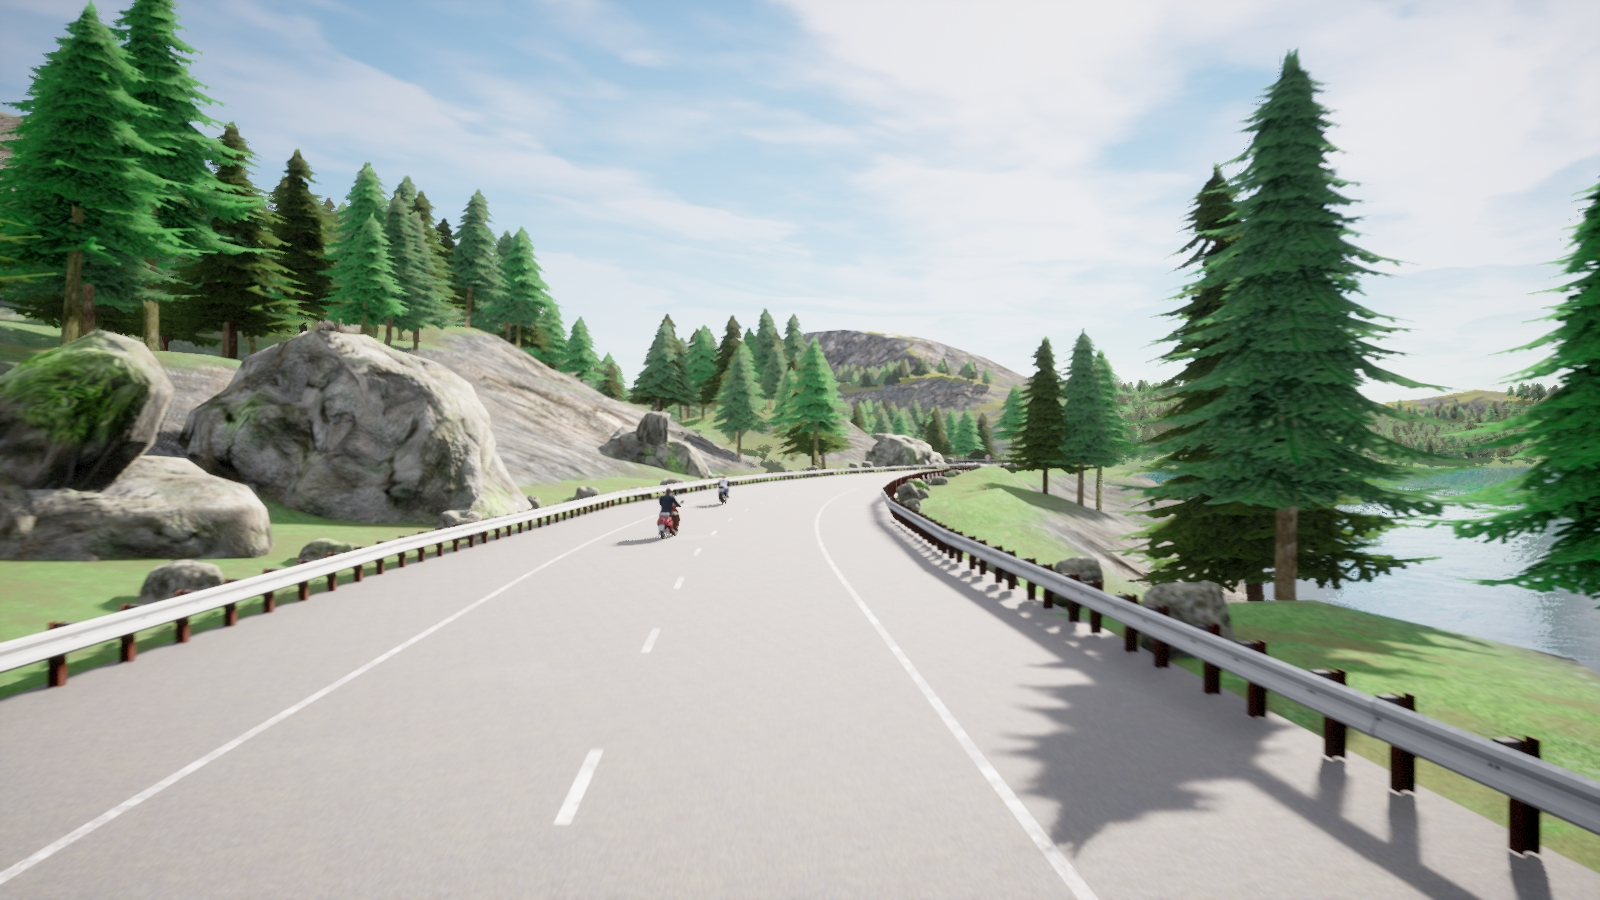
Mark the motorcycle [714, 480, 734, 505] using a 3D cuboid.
[{"bbox_3d":[-3.878,2.179,58.466,0.803,1.217,2.033,0,0,4],"label":"motorcycle"}]

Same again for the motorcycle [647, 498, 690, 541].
[{"bbox_3d":[-4.175,2.185,36.314,0.856,1.236,1.805,1,0,10],"label":"motorcycle"}]
